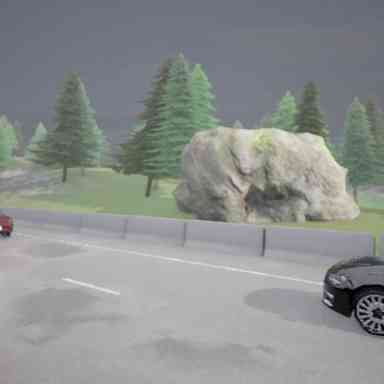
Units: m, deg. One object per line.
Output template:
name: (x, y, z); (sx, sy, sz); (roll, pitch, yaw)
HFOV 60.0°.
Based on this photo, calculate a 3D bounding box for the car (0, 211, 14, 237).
car: (-10.224, 1.393, 15.728); (4.674, 1.442, 1.812); (0, 0, 36)

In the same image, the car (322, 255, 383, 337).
car: (4.600, 1.504, 4.999); (4.902, 1.511, 2.128); (1, 0, 36)
